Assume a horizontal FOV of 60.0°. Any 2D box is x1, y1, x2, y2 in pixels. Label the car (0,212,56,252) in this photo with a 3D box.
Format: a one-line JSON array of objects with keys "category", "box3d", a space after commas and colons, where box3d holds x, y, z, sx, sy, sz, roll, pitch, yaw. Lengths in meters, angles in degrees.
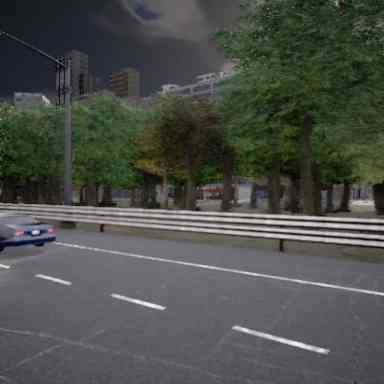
[{"category": "car", "box3d": [-7.827, 1.545, 13.760, 5.357, 1.411, 2.033, 0, 0, 36]}]
